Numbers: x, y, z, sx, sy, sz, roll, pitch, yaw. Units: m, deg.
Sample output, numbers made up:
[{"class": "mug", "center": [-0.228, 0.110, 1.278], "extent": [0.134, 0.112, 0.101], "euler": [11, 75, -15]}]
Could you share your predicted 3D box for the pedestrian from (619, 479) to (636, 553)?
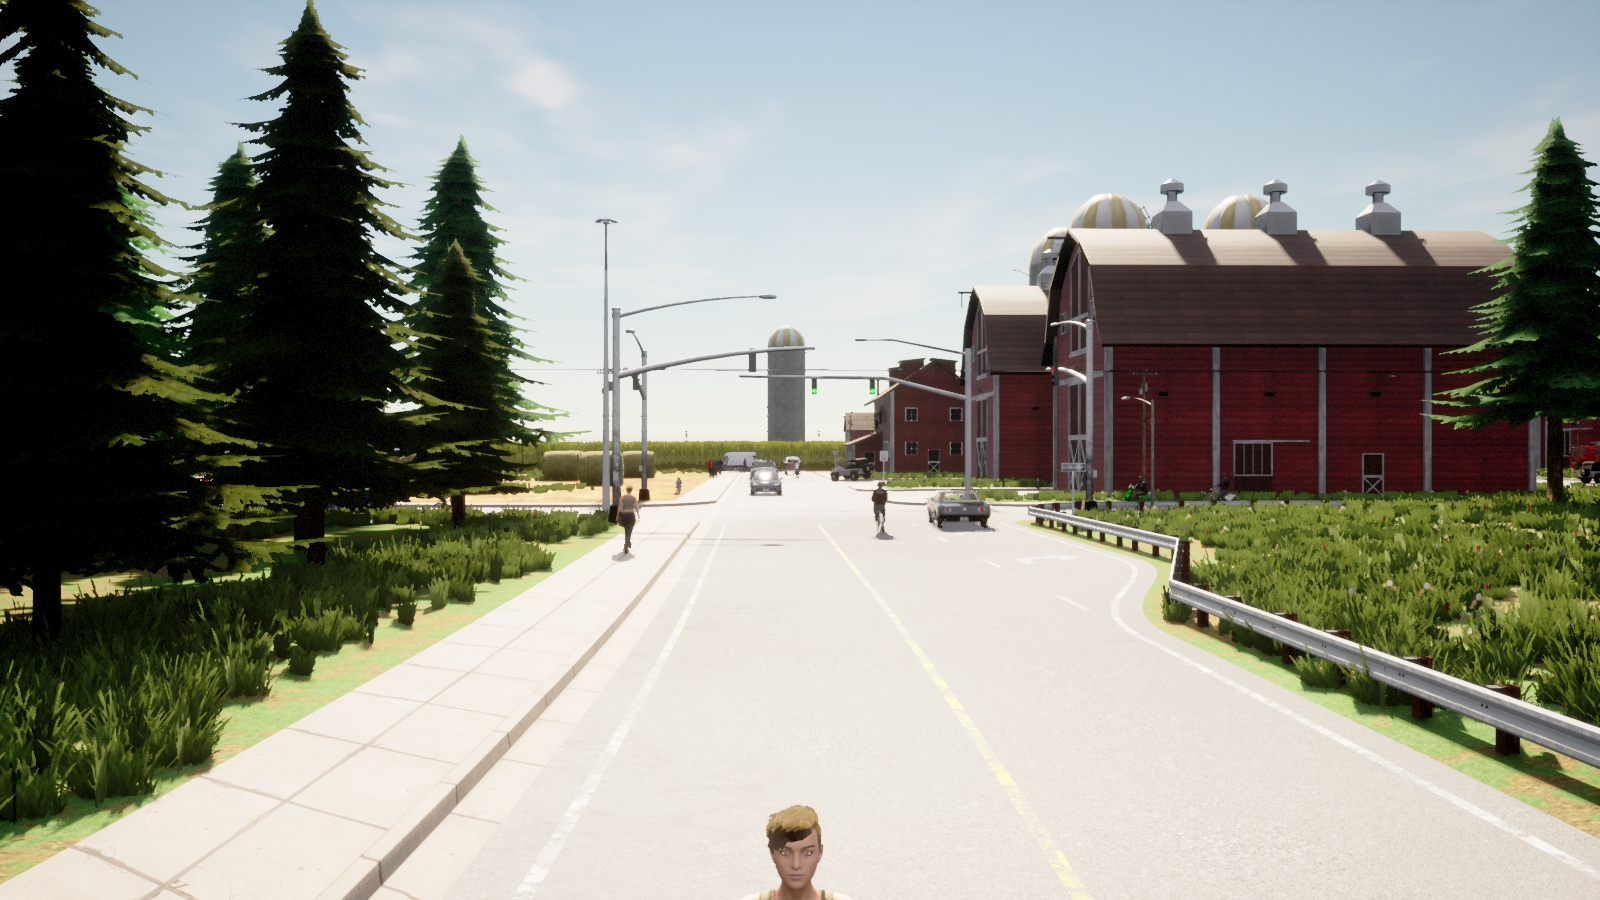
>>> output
[{"class": "pedestrian", "center": [-4.382, 1.671, 29.096], "extent": [0.375, 1.860, 0.375], "euler": [0, 0, 1]}]

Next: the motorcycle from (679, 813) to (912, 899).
[{"class": "motorcycle", "center": [-0.013, 2.128, 3.457], "extent": [0.764, 1.307, 2.356], "euler": [0, 0, 0]}]

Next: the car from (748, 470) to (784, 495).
[{"class": "car", "center": [-2.153, 2.036, 72.119], "extent": [2.163, 1.488, 4.792], "euler": [0, 0, -2]}]

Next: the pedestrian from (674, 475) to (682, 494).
[{"class": "pedestrian", "center": [-7.305, 2.056, 68.455], "extent": [0.500, 1.100, 0.500], "euler": [0, 0, -6]}]

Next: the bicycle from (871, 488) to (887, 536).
[{"class": "bicycle", "center": [2.619, 2.036, 37.940], "extent": [0.329, 1.471, 1.835], "euler": [0, 0, -2]}]

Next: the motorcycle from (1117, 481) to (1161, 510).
[{"class": "motorcycle", "center": [15.989, 2.145, 53.899], "extent": [1.805, 1.316, 0.856], "euler": [0, 0, -1]}]

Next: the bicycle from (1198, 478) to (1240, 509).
[{"class": "bicycle", "center": [19.800, 2.064, 53.998], "extent": [1.835, 1.471, 0.329], "euler": [0, 0, -1]}]

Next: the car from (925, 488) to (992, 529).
[{"class": "car", "center": [5.849, 2.131, 42.610], "extent": [1.895, 1.301, 4.718], "euler": [0, 0, 1]}]

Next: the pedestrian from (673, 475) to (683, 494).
[{"class": "pedestrian", "center": [-7.185, 2.056, 67.363], "extent": [0.500, 1.100, 0.500], "euler": [0, 0, -23]}]
